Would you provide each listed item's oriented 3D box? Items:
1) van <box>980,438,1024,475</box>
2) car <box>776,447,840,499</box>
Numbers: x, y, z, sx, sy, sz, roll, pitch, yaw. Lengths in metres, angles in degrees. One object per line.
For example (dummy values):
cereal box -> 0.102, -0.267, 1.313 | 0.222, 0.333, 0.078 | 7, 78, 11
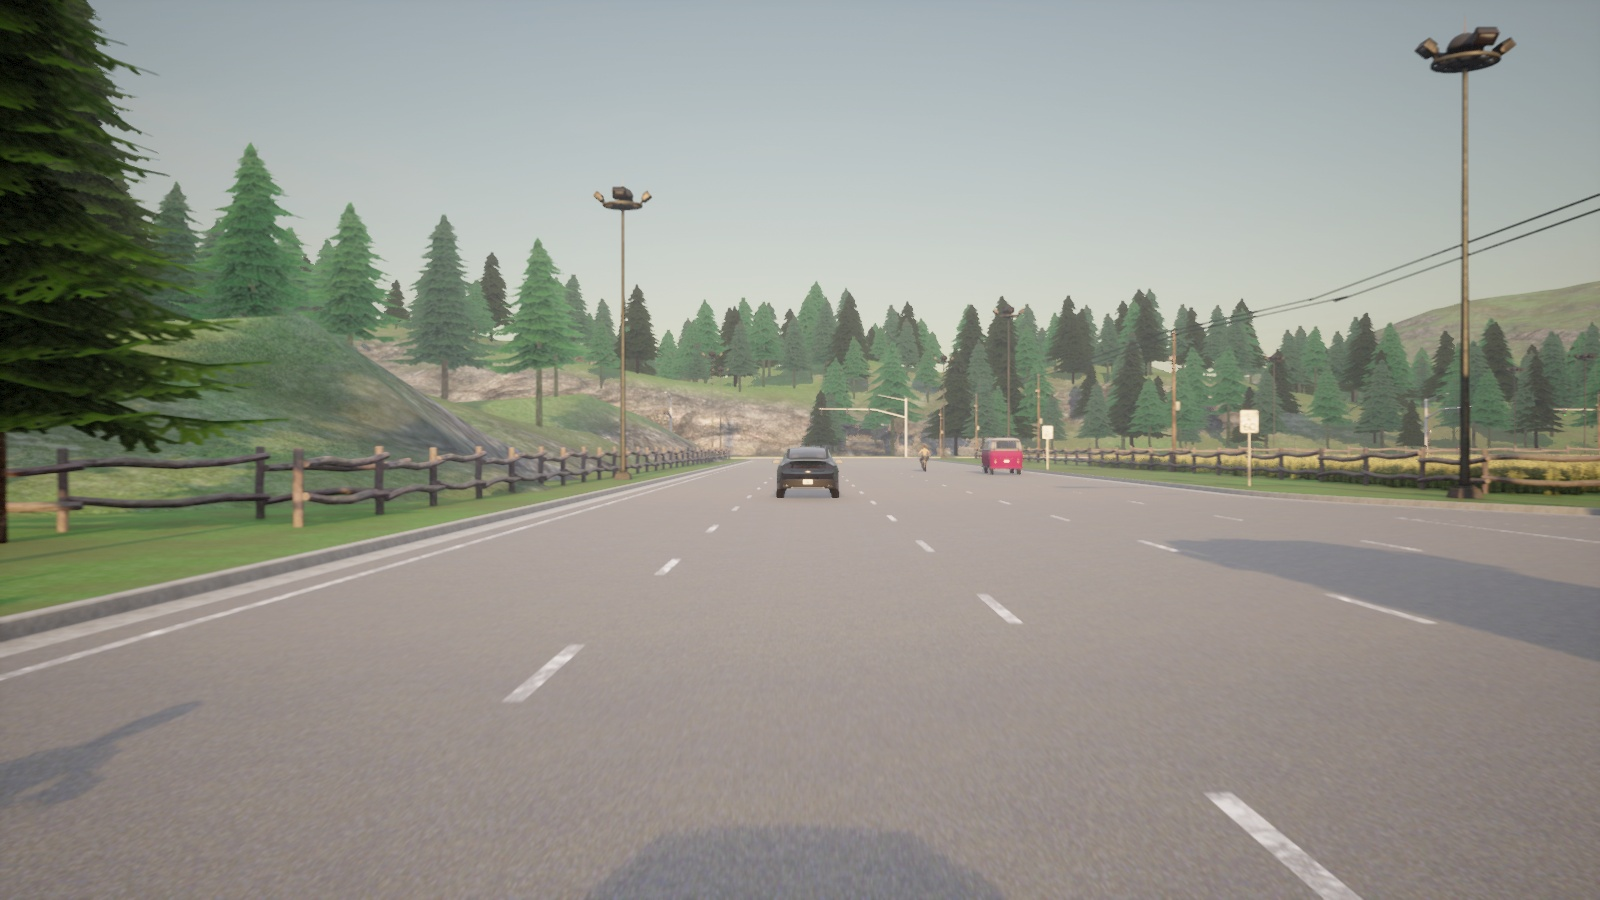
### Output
van -> 10.909, 0.336, 68.080 | 1.775, 1.987, 4.442 | 0, 0, 1
car -> 0.235, 0.655, 38.229 | 1.837, 1.490, 4.892 | 0, 0, 0
